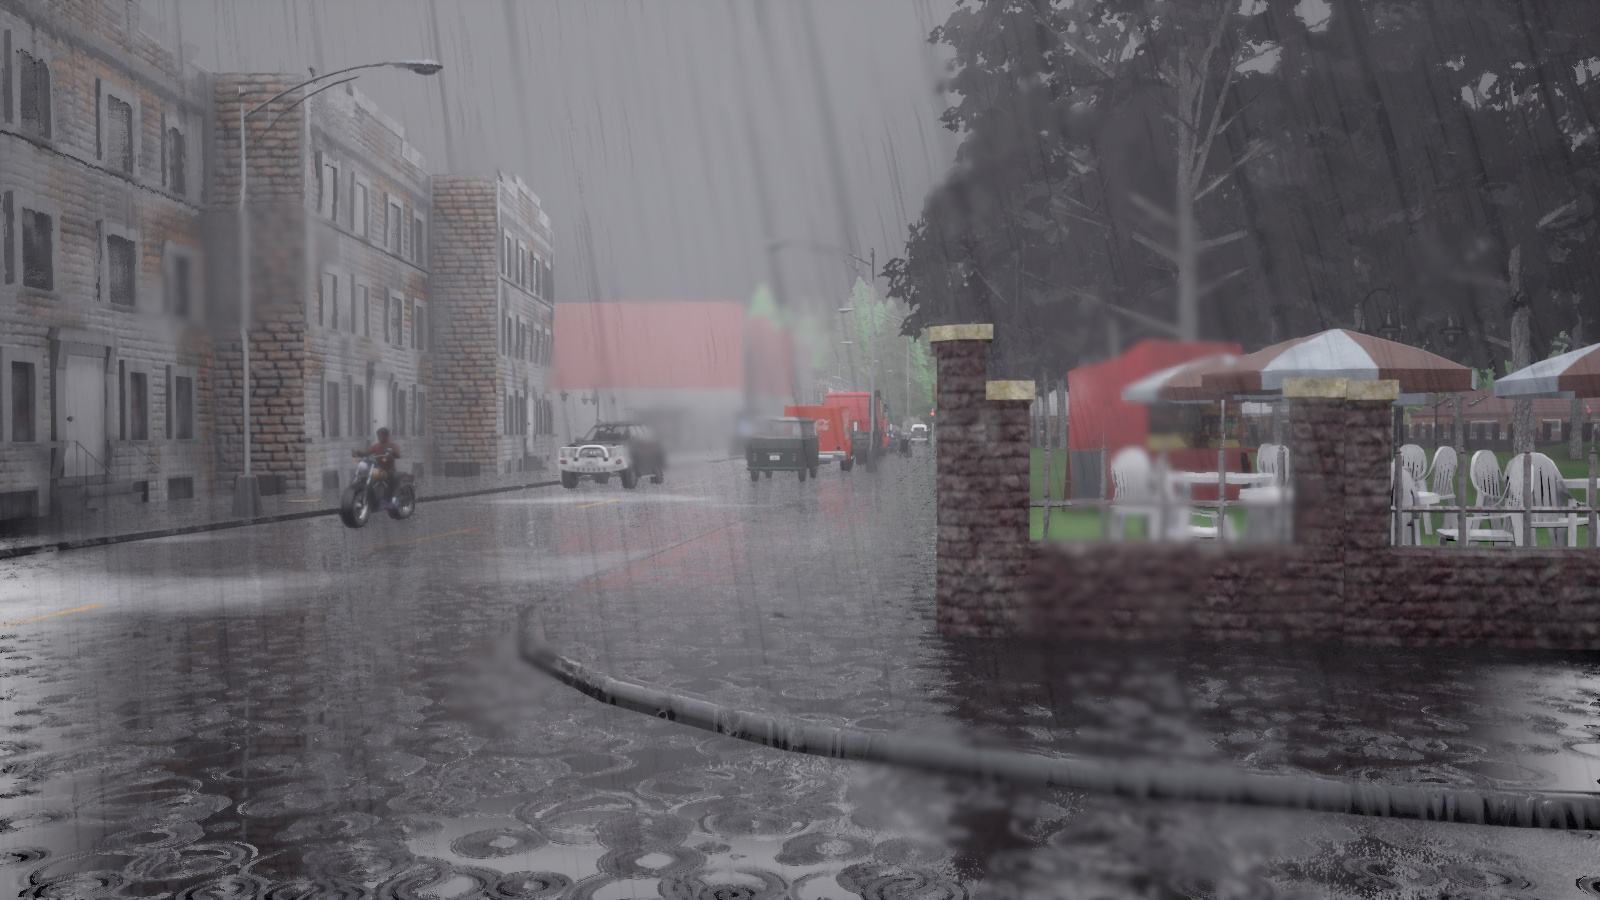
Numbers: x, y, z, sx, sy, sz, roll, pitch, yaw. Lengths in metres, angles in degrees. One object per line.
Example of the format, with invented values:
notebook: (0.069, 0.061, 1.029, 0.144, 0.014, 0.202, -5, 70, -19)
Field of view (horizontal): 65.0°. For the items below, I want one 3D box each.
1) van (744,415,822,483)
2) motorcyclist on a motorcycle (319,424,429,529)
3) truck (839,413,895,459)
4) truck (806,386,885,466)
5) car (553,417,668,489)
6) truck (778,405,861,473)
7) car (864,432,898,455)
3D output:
van: (-0.468, -0.073, 39.281, 1.775, 1.987, 4.442, 0, 1, 8)
motorcyclist on a motorcycle: (-7.056, 0.400, 20.946, 0.766, 1.649, 2.350, 0, 1, 8)
truck: (3.763, -0.796, 69.571, 2.627, 2.467, 5.204, 0, 1, 8)
truck: (2.263, -1.120, 58.858, 2.891, 3.462, 7.936, 0, 1, 8)
car: (-5.139, 0.047, 34.733, 1.932, 1.855, 4.605, 0, 1, 8)
truck: (0.832, -0.461, 48.557, 2.627, 2.467, 5.204, 0, 1, 7)
car: (5.194, -0.447, 79.788, 1.812, 1.442, 4.674, 0, 1, 8)
